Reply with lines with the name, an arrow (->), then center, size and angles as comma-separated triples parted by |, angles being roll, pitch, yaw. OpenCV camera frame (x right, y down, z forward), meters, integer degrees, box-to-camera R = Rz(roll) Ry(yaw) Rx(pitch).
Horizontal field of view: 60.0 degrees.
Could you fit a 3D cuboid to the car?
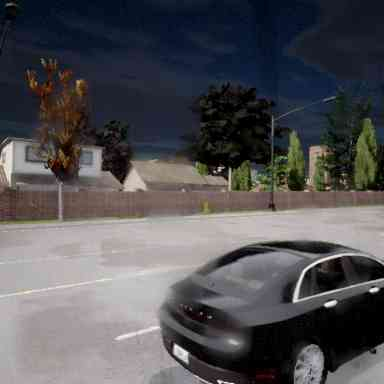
car -> 1.848, 1.508, 5.059 | 4.892, 1.490, 1.837 | 0, 0, -36
